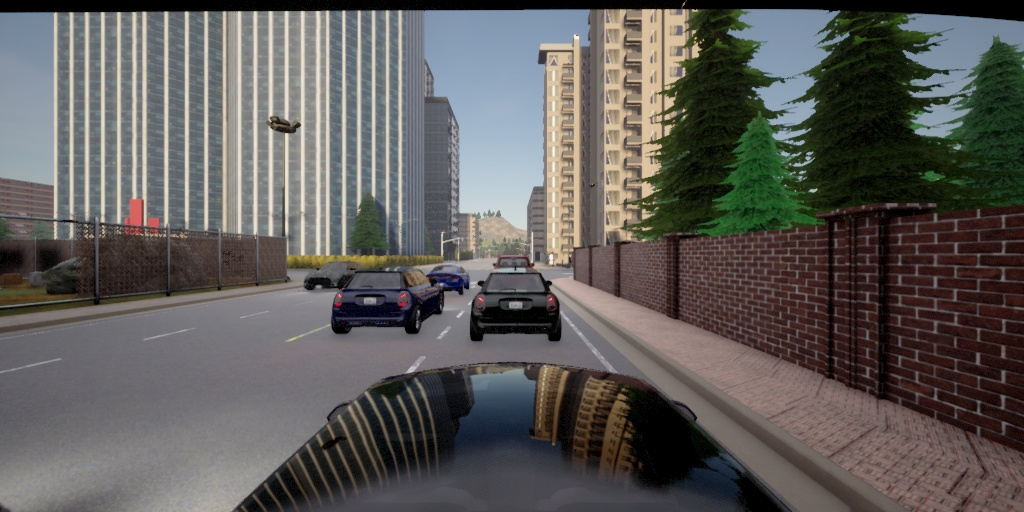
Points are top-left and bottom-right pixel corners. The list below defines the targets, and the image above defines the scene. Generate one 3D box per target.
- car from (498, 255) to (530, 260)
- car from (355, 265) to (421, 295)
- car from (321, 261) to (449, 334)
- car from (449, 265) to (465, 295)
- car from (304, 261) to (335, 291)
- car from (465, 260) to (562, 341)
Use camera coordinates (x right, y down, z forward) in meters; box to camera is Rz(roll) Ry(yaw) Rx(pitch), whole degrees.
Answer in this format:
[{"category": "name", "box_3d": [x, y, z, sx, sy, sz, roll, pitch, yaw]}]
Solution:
[{"category": "car", "box_3d": [0.096, 0.972, 20.065, 2.150, 2.045, 5.566, 0, 0, 0]}, {"category": "car", "box_3d": [-7.040, 1.296, 21.087, 2.033, 1.411, 5.357, 0, 0, 0]}, {"category": "car", "box_3d": [-3.416, 1.101, 10.754, 2.097, 1.767, 4.553, 0, 0, 0]}, {"category": "car", "box_3d": [-3.440, 1.226, 19.761, 1.882, 1.535, 5.008, 0, 0, -1]}, {"category": "car", "box_3d": [-10.535, 1.099, 21.792, 2.097, 1.767, 4.553, 0, 0, 0]}, {"category": "car", "box_3d": [0.083, 1.101, 10.009, 2.097, 1.767, 4.553, 0, 0, 0]}]
